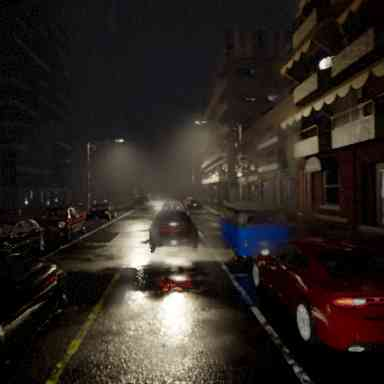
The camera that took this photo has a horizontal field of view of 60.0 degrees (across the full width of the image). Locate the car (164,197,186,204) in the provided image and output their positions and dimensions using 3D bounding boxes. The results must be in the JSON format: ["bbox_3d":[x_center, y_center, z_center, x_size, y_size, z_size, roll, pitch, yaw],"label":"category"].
[{"bbox_3d":[-1.999,1.509,33.129,2.033,1.411,5.357,-1,0,-4],"label":"car"}]

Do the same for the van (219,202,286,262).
[{"bbox_3d":[2.007,1.291,11.710,1.690,1.788,3.998,-1,0,-4],"label":"van"}]

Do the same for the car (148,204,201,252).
[{"bbox_3d":[-0.772,1.488,13.999,1.837,1.490,4.892,-1,1,-3],"label":"car"}]

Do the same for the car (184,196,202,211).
[{"bbox_3d":[0.199,1.490,39.266,1.947,1.339,4.313,-1,0,-4],"label":"car"}]

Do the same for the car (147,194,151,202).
[{"bbox_3d":[-10.341,1.343,71.782,2.192,1.841,5.009,-1,0,-4],"label":"car"}]

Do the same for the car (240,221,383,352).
[{"bbox_3d":[2.372,1.500,6.199,1.887,1.381,4.507,-1,0,-4],"label":"car"}]

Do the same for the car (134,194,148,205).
[{"bbox_3d":[-9.612,1.594,60.761,1.947,1.339,4.313,-1,0,-4],"label":"car"}]

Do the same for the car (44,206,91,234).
[{"bbox_3d":[-6.716,1.494,16.673,1.967,1.590,4.097,-1,0,-4],"label":"car"}]

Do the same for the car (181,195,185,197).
[{"bbox_3d":[-0.175,1.446,44.946,1.752,1.417,4.829,-1,0,-4],"label":"car"}]

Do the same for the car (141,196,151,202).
[{"bbox_3d":[-10.698,1.594,77.294,1.947,1.339,4.313,-1,0,-4],"label":"car"}]

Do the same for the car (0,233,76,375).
[{"bbox_3d":[-3.222,1.596,4.611,1.994,1.385,4.181,-1,0,-4],"label":"car"}]

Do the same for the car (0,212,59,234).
[{"bbox_3d":[-6.352,1.611,11.162,2.008,1.369,4.403,-1,0,-4],"label":"car"}]

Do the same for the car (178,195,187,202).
[{"bbox_3d":[-2.337,1.463,77.842,1.887,1.381,4.507,-1,0,-4],"label":"car"}]

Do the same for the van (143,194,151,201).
[{"bbox_3d":[-11.064,1.371,82.805,1.690,1.788,3.998,-1,0,-4],"label":"van"}]

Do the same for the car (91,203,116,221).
[{"bbox_3d":[-7.438,1.608,27.695,1.947,1.339,4.313,-1,0,-4],"label":"car"}]
